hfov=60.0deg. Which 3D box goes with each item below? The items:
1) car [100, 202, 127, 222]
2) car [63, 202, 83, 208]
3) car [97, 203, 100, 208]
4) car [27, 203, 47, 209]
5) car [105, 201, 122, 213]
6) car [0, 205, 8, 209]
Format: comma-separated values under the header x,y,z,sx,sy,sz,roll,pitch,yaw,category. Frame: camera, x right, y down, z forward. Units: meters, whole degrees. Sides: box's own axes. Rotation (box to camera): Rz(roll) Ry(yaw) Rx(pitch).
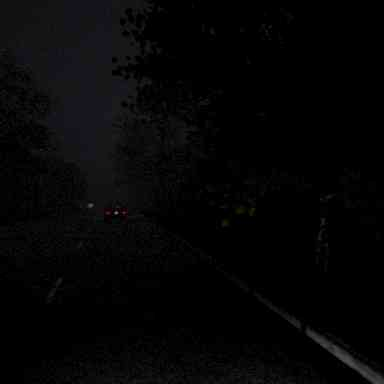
x,y,z,sx,sy,sz,roll,pitch,yaw,category
-6.441,1.683,28.047,2.033,1.411,5.357,-1,-1,-14,car
-29.701,3.237,82.860,4.553,1.767,2.097,-2,-3,8,car
-20.656,3.081,78.041,2.128,1.511,4.902,1,-3,-42,car
-36.569,3.435,78.780,4.674,1.442,1.812,-1,-3,-16,car
-10.644,2.018,45.015,2.033,1.411,5.357,-1,-1,-14,car
-44.691,3.718,79.902,4.718,1.301,1.895,-1,-3,-10,car
